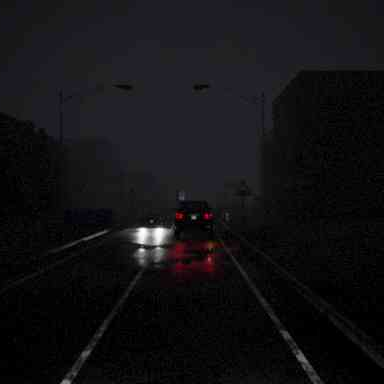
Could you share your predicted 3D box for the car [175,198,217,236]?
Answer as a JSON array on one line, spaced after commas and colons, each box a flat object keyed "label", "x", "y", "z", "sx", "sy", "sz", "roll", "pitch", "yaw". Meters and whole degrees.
[{"label": "car", "x": 0.104, "y": 1.539, "z": 20.470, "sx": 2.150, "sy": 2.045, "sz": 5.566, "roll": 0, "pitch": -2, "yaw": 0}]

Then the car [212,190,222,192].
[{"label": "car", "x": 8.129, "y": 1.012, "z": 87.053, "sx": 4.553, "sy": 1.767, "sz": 2.185, "roll": 0, "pitch": 2, "yaw": -1}]

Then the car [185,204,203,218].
[{"label": "car", "x": 0.295, "y": 2.091, "z": 36.995, "sx": 1.895, "sy": 1.301, "sz": 4.718, "roll": 0, "pitch": 0, "yaw": 3}]

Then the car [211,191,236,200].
[{"label": "car", "x": 8.038, "y": 1.296, "z": 81.544, "sx": 5.366, "sy": 1.575, "sz": 1.946, "roll": 0, "pitch": 2, "yaw": -1}]

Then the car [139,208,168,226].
[{"label": "car", "x": -2.995, "y": 2.010, "z": 26.626, "sx": 1.994, "sy": 1.385, "sz": 4.181, "roll": 0, "pitch": -1, "yaw": 0}]

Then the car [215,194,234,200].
[{"label": "car", "x": 8.196, "y": 1.257, "z": 84.303, "sx": 4.674, "sy": 1.452, "sz": 2.002, "roll": 0, "pitch": 2, "yaw": -1}]

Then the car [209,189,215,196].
[{"label": "car", "x": 8.159, "y": 0.811, "z": 89.804, "sx": 5.566, "sy": 2.045, "sz": 2.435, "roll": 0, "pitch": 2, "yaw": -1}]
